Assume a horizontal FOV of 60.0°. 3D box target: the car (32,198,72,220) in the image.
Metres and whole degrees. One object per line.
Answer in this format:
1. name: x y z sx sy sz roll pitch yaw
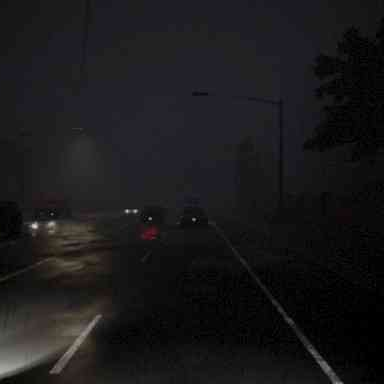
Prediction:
1. car: -14.052 1.686 33.849 2.150 2.045 5.566 0 -1 0

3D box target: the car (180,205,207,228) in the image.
1. car: 0.129 1.916 25.167 1.994 1.385 4.181 0 -1 0

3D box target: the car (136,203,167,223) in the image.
1. car: -3.365 1.914 29.335 1.837 1.490 4.892 0 0 0

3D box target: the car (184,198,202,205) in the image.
1. car: 0.150 1.834 43.855 2.150 2.045 5.566 0 -1 0

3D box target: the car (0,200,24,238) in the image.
1. car: -10.582 1.448 16.515 2.150 2.045 5.566 0 -1 0

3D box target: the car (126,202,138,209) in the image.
1. car: -10.464 2.420 59.179 1.895 1.301 4.718 0 -1 1
